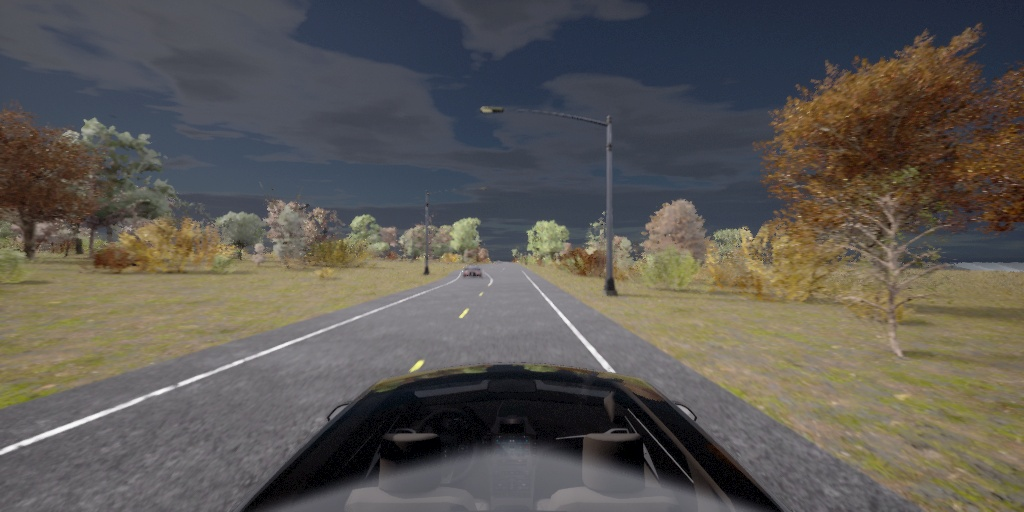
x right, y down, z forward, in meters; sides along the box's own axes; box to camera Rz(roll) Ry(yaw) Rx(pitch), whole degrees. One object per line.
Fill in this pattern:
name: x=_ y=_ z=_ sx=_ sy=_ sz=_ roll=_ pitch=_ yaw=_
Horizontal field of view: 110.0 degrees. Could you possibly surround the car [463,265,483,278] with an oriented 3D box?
car: x=-4.166 y=1.658 z=38.304 sx=1.994 sy=1.385 sz=4.181 roll=0 pitch=-1 yaw=-5
